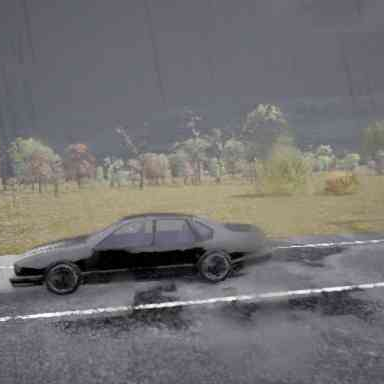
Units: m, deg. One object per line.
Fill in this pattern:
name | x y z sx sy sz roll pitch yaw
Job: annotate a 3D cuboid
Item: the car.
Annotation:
car | -0.972 1.189 7.425 5.357 1.411 2.033 -3 3 -7
